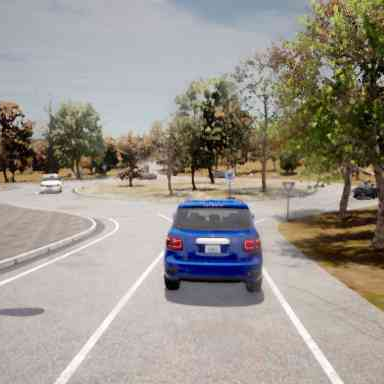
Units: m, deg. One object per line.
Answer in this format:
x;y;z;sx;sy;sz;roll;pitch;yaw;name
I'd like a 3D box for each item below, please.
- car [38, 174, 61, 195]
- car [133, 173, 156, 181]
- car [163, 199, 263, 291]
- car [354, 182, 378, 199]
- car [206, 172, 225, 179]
-16.436;-0.948;38.629;2.150;2.045;5.566;-3;7;-20;car
-8.692;-2.849;61.398;4.181;1.385;1.994;-3;6;-27;car
0.580;1.197;9.168;2.150;2.045;5.566;0;0;4;car
17.888;-0.253;33.821;1.837;1.490;4.892;6;8;37;car
4.935;-3.402;66.836;4.181;1.385;1.994;2;6;23;car
